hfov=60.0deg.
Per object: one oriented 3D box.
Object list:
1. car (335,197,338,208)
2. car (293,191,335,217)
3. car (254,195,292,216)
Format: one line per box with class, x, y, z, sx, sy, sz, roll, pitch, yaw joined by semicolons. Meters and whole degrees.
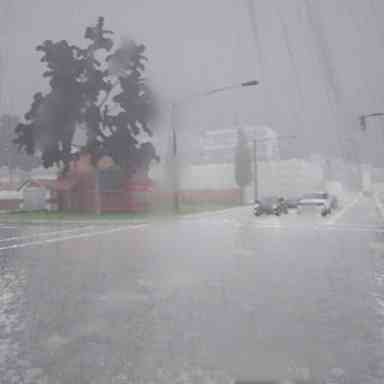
car;15.274;1.113;37.455;1.882;1.535;5.008;-1;0;29
car;10.763;0.964;29.052;2.150;2.045;5.566;-1;0;29
car;7.073;1.166;29.582;2.097;1.767;4.553;-1;0;29
